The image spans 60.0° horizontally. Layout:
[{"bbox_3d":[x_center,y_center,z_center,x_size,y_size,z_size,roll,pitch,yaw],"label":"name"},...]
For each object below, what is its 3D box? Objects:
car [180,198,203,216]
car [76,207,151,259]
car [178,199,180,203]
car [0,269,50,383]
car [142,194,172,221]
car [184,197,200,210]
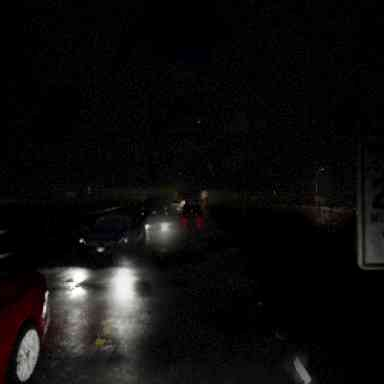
[{"bbox_3d":[-0.002,1.536,32.639,1.812,1.442,4.674,0,0,0],"label":"car"},{"bbox_3d":[-2.846,1.520,12.637,1.812,1.442,4.674,0,0,0],"label":"car"},{"bbox_3d":[-2.757,1.323,53.002,1.994,1.385,4.181,0,0,0],"label":"car"},{"bbox_3d":[-2.819,1.476,2.435,1.882,1.535,5.008,0,0,-1],"label":"car"},{"bbox_3d":[-2.829,1.228,27.858,2.150,2.045,5.566,0,0,0],"label":"car"},{"bbox_3d":[0.017,1.523,44.685,2.128,1.511,4.902,0,0,0],"label":"car"}]
